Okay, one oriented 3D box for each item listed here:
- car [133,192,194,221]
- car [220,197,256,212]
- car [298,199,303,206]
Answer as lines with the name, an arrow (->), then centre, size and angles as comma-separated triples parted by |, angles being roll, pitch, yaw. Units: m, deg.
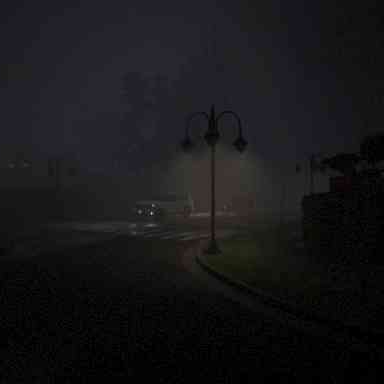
car -> -2.085, 1.048, 25.907 | 2.150, 2.045, 5.566 | 0, 0, 36
car -> 4.838, 1.245, 34.933 | 2.128, 1.511, 4.902 | 0, 0, 41
car -> 16.513, 1.137, 44.924 | 5.008, 1.535, 1.882 | 0, 0, -29
